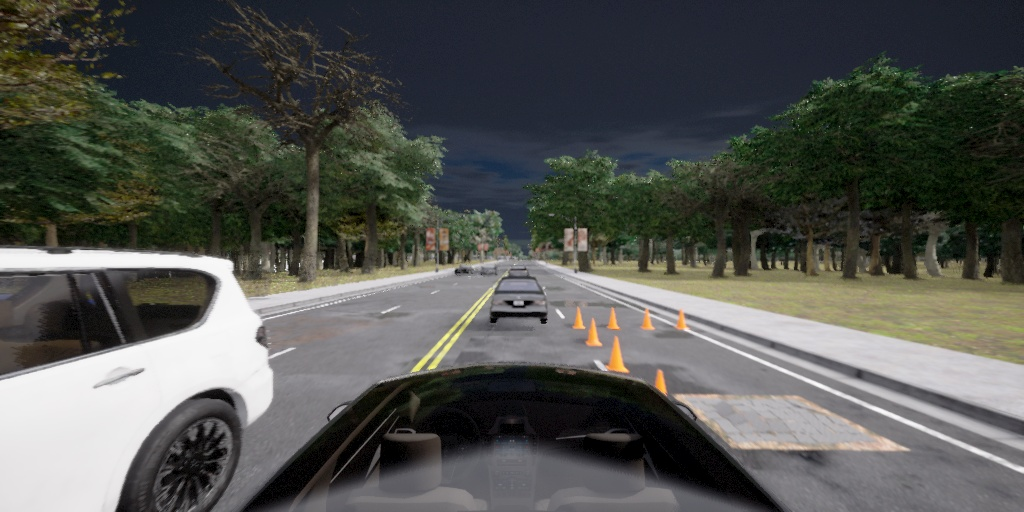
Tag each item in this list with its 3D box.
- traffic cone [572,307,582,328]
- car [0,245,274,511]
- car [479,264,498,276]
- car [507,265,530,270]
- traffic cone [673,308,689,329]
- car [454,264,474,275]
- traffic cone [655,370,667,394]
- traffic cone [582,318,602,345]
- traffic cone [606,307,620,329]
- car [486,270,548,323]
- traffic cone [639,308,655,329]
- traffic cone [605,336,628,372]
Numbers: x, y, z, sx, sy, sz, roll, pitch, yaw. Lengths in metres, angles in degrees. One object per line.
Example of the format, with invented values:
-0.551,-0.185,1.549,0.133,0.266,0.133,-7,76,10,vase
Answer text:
1.953,1.802,10.532,0.340,0.580,0.340,0,0,1,traffic cone
-3.388,0.948,1.137,2.150,2.045,5.566,0,-1,1,car
-2.657,1.630,42.393,1.812,1.442,4.674,0,0,1,car
0.592,1.535,32.990,2.128,1.511,4.902,0,-1,1,car
4.953,1.817,10.491,0.340,0.580,0.340,0,0,1,traffic cone
-5.867,1.703,44.292,1.895,1.301,4.718,0,0,1,car
1.870,1.744,4.533,0.340,0.580,0.340,0,0,1,traffic cone
1.926,1.783,8.532,0.340,0.580,0.340,0,0,1,traffic cone
2.953,1.807,10.518,0.340,0.580,0.340,0,0,1,traffic cone
0.231,1.406,12.681,2.033,1.411,5.357,0,-1,1,car
3.953,1.812,10.504,0.340,0.580,0.340,0,0,1,traffic cone
1.898,1.763,6.532,0.340,0.580,0.340,0,0,1,traffic cone
